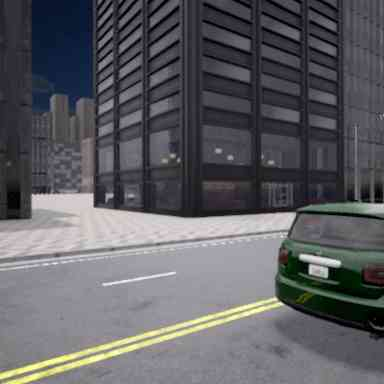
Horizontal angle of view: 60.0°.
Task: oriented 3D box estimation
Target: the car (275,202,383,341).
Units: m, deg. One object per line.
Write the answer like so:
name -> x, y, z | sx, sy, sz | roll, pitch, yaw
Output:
car -> 3.979, 1.212, 6.281 | 5.566, 2.045, 2.150 | 0, 0, -35

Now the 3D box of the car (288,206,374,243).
car -> 7.057, 1.506, 16.707 | 4.674, 1.442, 1.812 | 0, 0, -35

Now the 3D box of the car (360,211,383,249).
car -> 9.301, 1.544, 14.315 | 4.181, 1.385, 1.994 | 0, 0, -35
